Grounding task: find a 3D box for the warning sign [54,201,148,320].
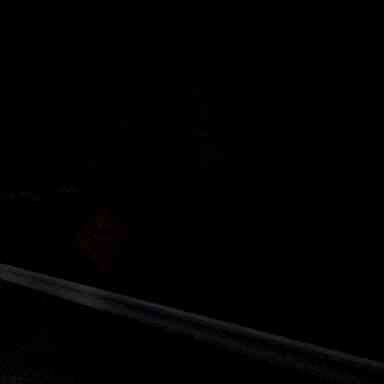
[{"bbox_3d":[-1.645,1.114,6.131,1.060,1.860,1.300,0,0,36],"label":"warning sign"}]
